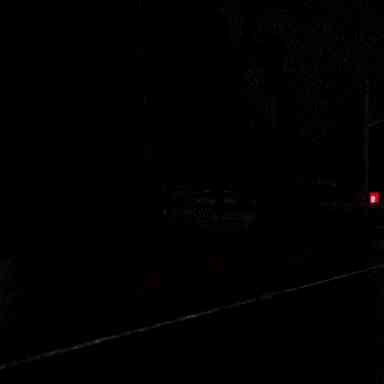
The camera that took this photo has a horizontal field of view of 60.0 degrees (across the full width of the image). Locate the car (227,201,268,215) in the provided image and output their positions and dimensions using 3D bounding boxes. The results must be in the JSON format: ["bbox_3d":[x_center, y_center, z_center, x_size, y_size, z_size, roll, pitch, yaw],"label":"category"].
[{"bbox_3d":[5.295,1.579,31.969,1.994,1.385,4.181,0,0,-37],"label":"car"}]

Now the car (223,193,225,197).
[{"bbox_3d":[7.046,1.092,94.350,1.905,1.878,3.866,0,0,-37],"label":"car"}]

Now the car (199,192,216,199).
[{"bbox_3d":[4.957,1.113,92.288,1.932,1.855,4.605,0,0,-37],"label":"car"}]

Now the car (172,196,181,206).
[{"bbox_3d":[-3.647,1.367,50.080,2.097,1.767,4.553,0,0,-35],"label":"car"}]

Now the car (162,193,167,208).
[{"bbox_3d":[-5.461,1.366,46.311,2.097,1.767,4.553,0,0,-37],"label":"car"}]
